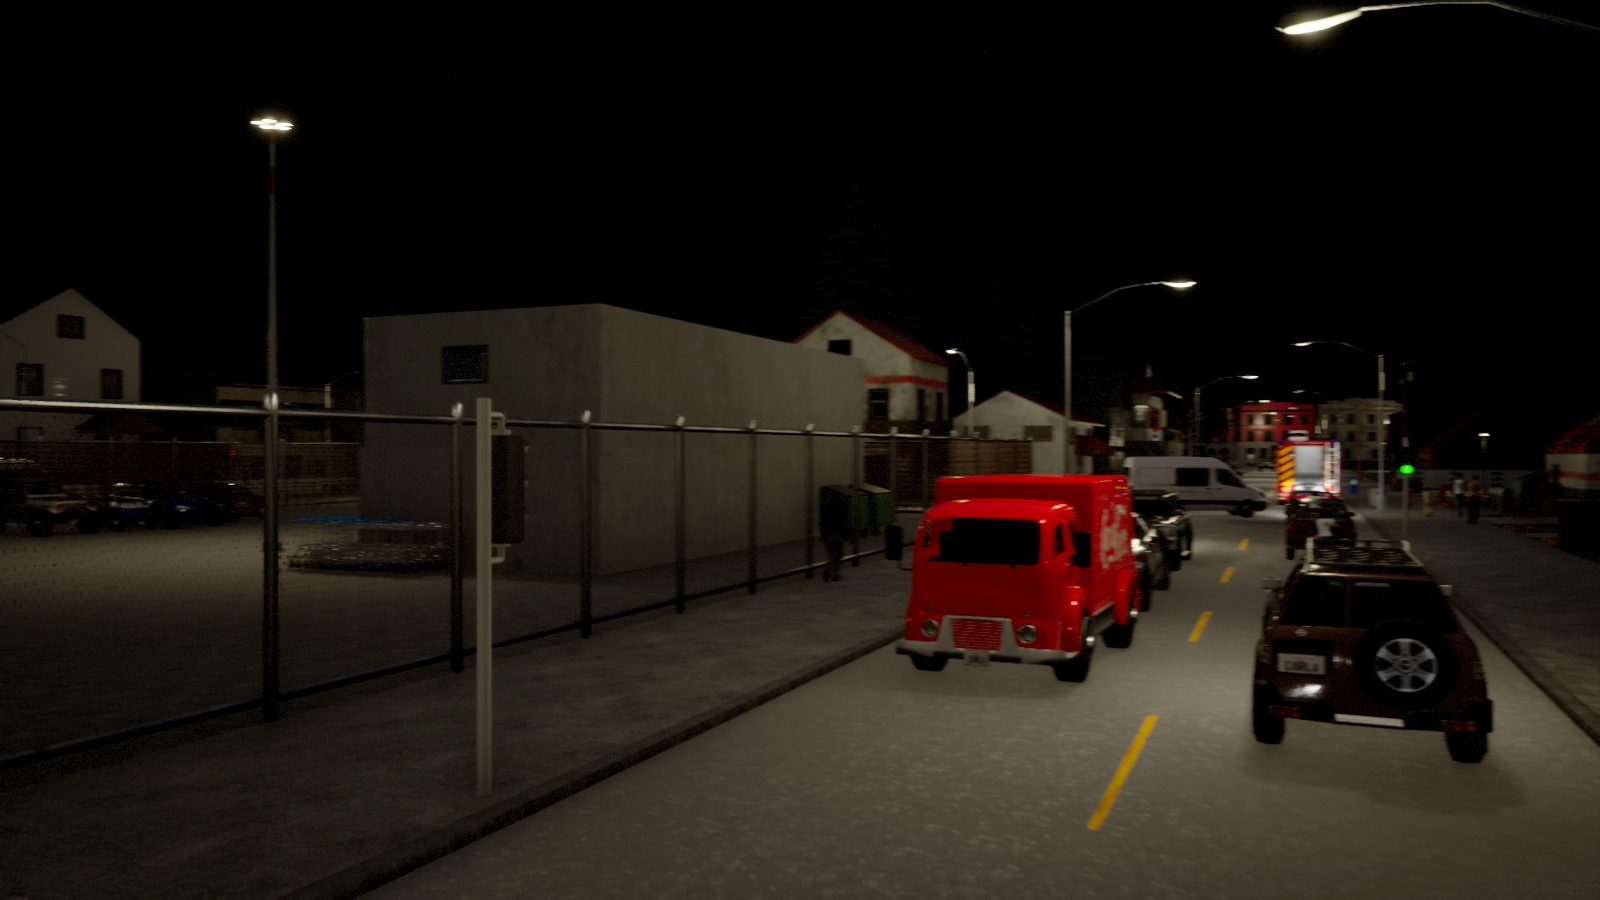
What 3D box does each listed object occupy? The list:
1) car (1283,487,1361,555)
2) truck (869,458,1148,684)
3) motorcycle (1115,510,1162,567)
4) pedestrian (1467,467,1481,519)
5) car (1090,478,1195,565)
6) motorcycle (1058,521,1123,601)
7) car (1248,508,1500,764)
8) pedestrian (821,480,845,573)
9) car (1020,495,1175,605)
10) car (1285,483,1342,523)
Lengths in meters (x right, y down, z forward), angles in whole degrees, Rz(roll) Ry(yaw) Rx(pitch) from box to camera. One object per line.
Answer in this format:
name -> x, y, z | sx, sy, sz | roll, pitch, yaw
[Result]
car -> 13.816, 1.827, 30.355 | 1.789, 1.549, 3.705 | 0, 0, 23
truck -> 3.076, 1.362, 15.592 | 2.627, 2.467, 5.204 | 0, 0, 24
motorcycle -> 7.814, 2.014, 26.317 | 0.803, 1.145, 2.033 | 0, 0, 23
pedestrian -> 24.331, 1.551, 41.236 | 0.375, 1.860, 0.375 | 0, 0, 22
car -> 8.552, 1.666, 28.225 | 1.932, 1.855, 4.605 | 0, 0, 24
motorcycle -> 5.287, 1.979, 20.718 | 0.856, 1.236, 1.805 | 0, 0, 23
car -> 5.791, 1.652, 11.879 | 1.932, 1.855, 4.605 | 0, 0, 24
pedestrian -> 0.680, 1.548, 23.332 | 0.375, 1.860, 0.375 | 0, 0, 26
car -> 5.857, 1.790, 21.995 | 2.152, 1.651, 5.027 | 0, 0, 23
car -> 19.490, 1.965, 43.459 | 1.895, 1.301, 4.718 | 0, 0, 23
